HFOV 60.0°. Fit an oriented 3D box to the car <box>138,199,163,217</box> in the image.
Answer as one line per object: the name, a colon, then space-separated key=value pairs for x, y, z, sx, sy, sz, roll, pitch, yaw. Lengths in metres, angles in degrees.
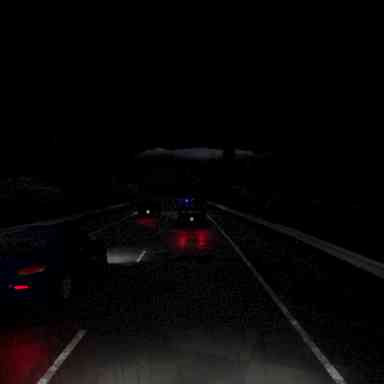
car: x=-3.796 y=1.422 z=30.489 sx=1.837 sy=1.490 sz=4.892 roll=0 pitch=0 yaw=-2

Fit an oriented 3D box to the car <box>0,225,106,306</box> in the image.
car: x=-3.403 y=1.504 z=7.870 sx=1.812 sy=1.442 sz=4.674 roll=0 pitch=0 yaw=0

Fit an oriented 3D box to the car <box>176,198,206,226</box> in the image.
car: x=-0.060 y=1.430 z=22.674 sx=2.128 sy=1.511 sz=4.902 roll=0 pitch=0 yaw=-1

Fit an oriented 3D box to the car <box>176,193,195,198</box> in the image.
car: x=-0.812 y=1.107 z=41.162 sx=2.150 sy=2.045 sz=5.566 roll=0 pitch=0 yaw=-3
